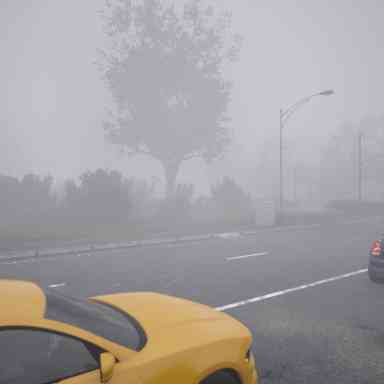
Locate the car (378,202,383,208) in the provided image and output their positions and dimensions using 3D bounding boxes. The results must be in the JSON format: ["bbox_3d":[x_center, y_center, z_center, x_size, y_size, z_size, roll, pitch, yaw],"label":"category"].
[{"bbox_3d":[19.313,1.491,36.933,2.128,1.511,4.902,0,0,-32],"label":"car"}]

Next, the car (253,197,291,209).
[{"bbox_3d":[10.287,1.487,44.687,2.128,1.511,4.902,0,0,-32],"label":"car"}]

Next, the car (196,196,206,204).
[{"bbox_3d":[2.452,1.458,56.874,1.837,1.490,4.892,0,0,-33],"label":"car"}]

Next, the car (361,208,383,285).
[{"bbox_3d":[6.435,1.352,8.310,4.553,1.767,2.097,0,0,-35],"label":"car"}]

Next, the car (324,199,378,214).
[{"bbox_3d":[16.240,1.491,34.871,2.128,1.511,4.902,0,0,-29],"label":"car"}]

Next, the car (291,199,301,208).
[{"bbox_3d":[13.069,1.472,46.886,1.882,1.535,5.008,0,0,-32],"label":"car"}]

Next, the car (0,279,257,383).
[{"bbox_3d":[-1.658,1.478,2.567,5.008,1.535,1.882,0,0,-35],"label":"car"}]
